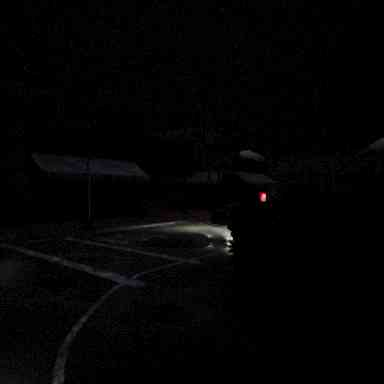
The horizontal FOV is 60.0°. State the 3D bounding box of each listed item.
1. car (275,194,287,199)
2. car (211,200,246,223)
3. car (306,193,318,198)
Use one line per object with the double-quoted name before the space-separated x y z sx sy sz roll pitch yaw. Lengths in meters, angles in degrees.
"car" 19.857 1.280 74.229 1.970 1.475 3.806 0 0 38
"car" 3.231 1.313 22.853 1.882 1.535 5.008 0 0 39
"car" 27.103 1.343 77.486 2.007 1.523 4.514 0 0 38
